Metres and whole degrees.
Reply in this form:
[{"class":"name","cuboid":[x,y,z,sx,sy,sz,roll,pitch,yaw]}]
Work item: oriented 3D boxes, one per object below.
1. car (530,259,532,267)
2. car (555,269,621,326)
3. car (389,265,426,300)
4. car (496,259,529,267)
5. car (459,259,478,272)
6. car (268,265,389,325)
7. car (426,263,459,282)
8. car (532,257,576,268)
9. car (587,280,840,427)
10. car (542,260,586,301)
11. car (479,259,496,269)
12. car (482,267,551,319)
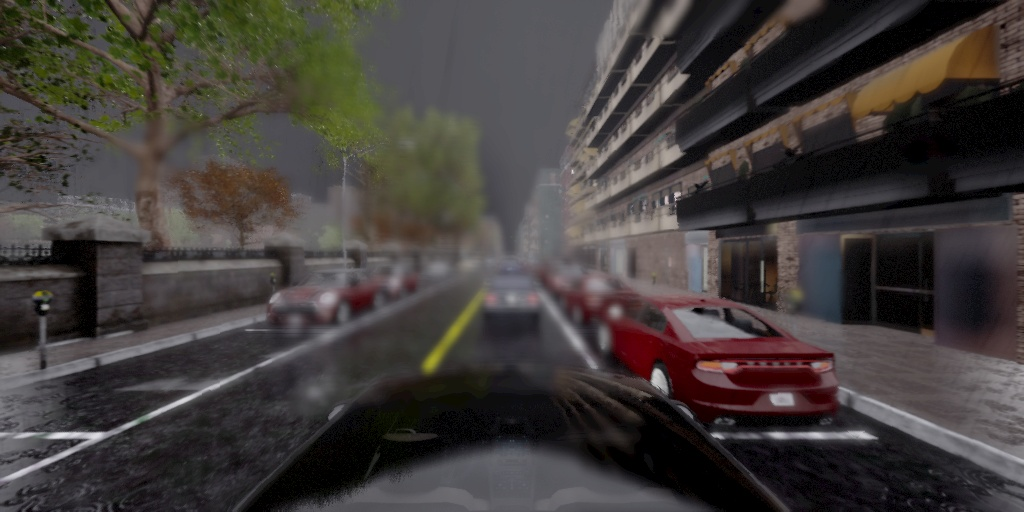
[{"class":"car","cuboid":[2.687,1.142,28.312,1.967,1.591,4.097,0,0,0]},{"class":"car","cuboid":[2.689,1.277,11.421,1.888,1.381,4.507,0,0,0]},{"class":"car","cuboid":[-5.692,1.161,17.048,1.967,1.591,4.097,0,0,0]},{"class":"car","cuboid":[0.042,1.051,29.673,2.097,1.767,4.553,0,0,0]},{"class":"car","cuboid":[-5.695,1.202,45.030,1.751,1.417,4.829,0,0,0]},{"class":"car","cuboid":[-5.691,1.171,11.420,1.967,1.591,4.097,0,0,0]},{"class":"car","cuboid":[-5.693,1.252,28.310,2.007,1.370,4.403,0,0,0]},{"class":"car","cuboid":[2.688,1.027,22.680,2.192,1.841,5.009,0,0,0]},{"class":"car","cuboid":[2.691,1.287,5.791,1.888,1.381,4.507,0,0,0]},{"class":"car","cuboid":[2.689,1.161,17.050,1.967,1.591,4.097,0,0,0]},{"class":"car","cuboid":[-3.098,1.197,50.210,1.812,1.442,4.674,0,0,0]},{"class":"car","cuboid":[0.021,1.277,12.590,2.033,1.411,5.357,0,0,0]}]
